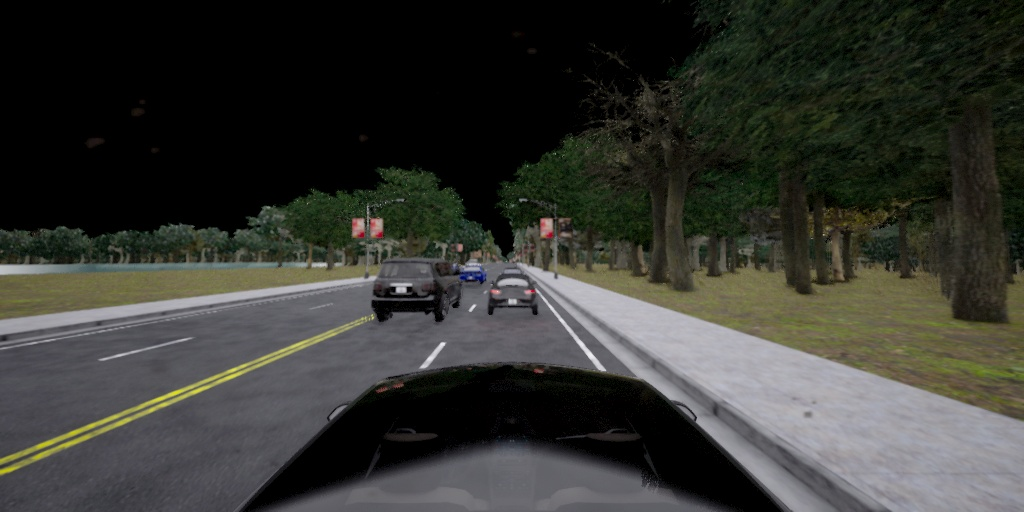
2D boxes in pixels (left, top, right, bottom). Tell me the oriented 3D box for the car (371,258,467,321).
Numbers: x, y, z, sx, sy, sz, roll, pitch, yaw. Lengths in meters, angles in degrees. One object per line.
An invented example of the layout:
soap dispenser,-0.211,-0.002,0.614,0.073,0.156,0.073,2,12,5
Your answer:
car,-3.217,1.101,13.160,2.150,2.045,5.566,0,0,0

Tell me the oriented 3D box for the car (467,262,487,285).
car,-3.196,1.547,30.419,1.882,1.535,5.008,0,0,1

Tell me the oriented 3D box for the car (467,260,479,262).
car,-6.546,1.621,59.409,2.150,2.045,5.566,0,-1,1

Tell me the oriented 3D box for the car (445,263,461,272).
car,-9.799,1.926,59.472,1.812,1.442,4.674,0,-1,1

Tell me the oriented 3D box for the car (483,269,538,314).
car,0.045,1.418,14.401,1.812,1.442,4.674,0,-1,1
